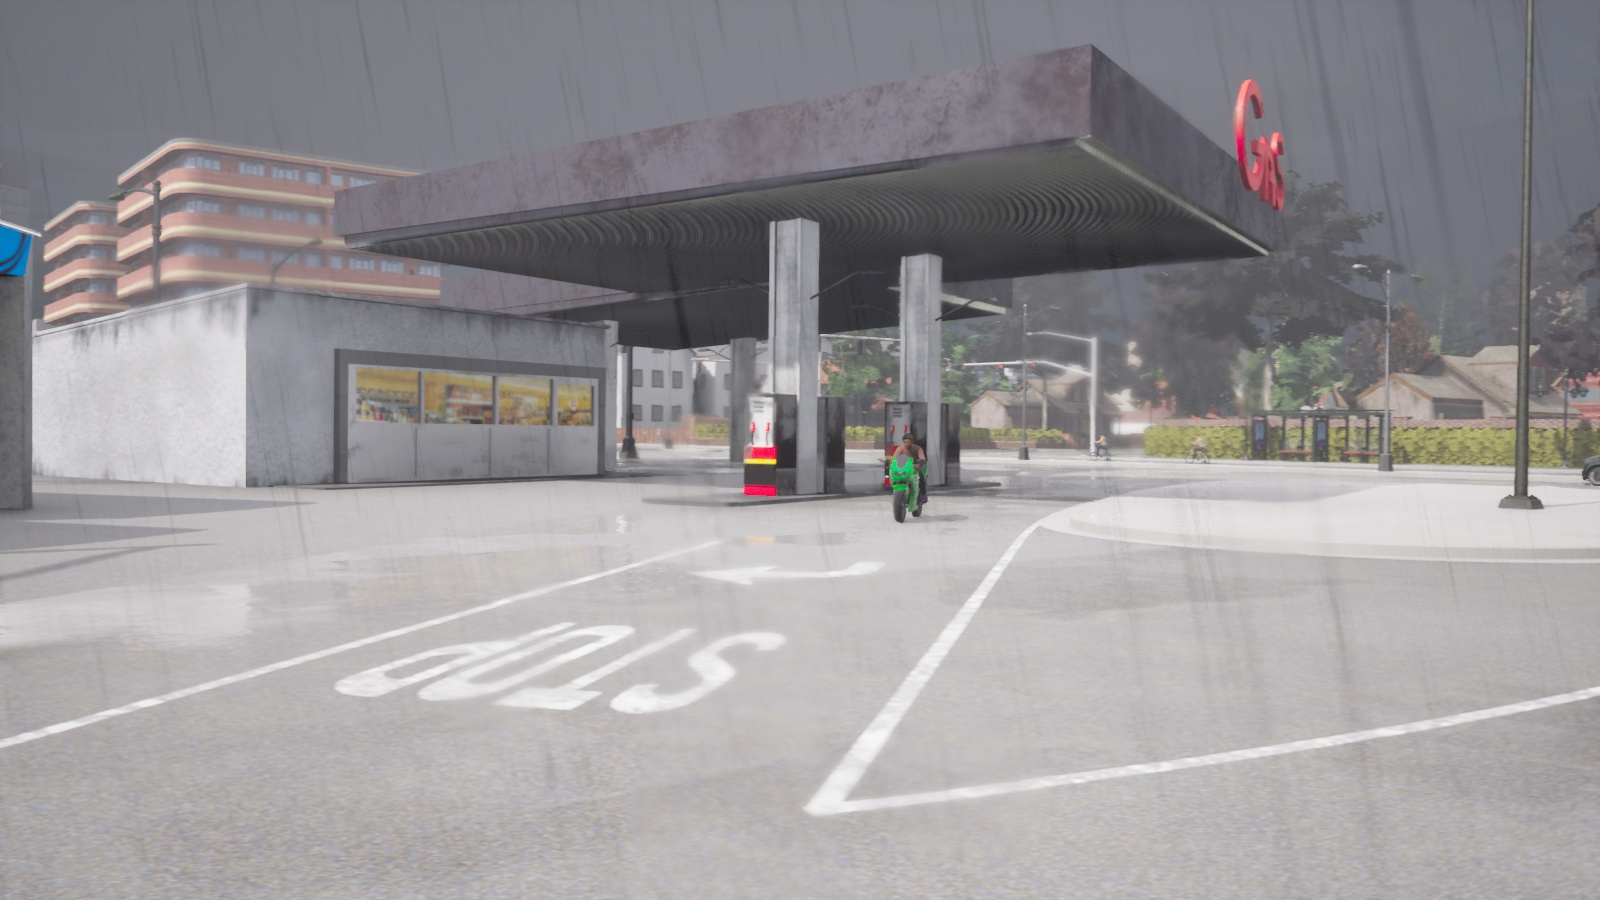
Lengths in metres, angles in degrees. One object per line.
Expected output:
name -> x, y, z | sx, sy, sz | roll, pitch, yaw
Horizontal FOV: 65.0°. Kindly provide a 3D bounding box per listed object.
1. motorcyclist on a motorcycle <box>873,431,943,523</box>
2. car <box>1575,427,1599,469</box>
motorcyclist on a motorcycle -> 1.900, 0.432, 21.807 | 0.797, 1.523, 2.044 | 0, 1, 16
car -> 27.959, -0.067, 40.896 | 1.994, 1.385, 4.181 | -1, 1, -40
